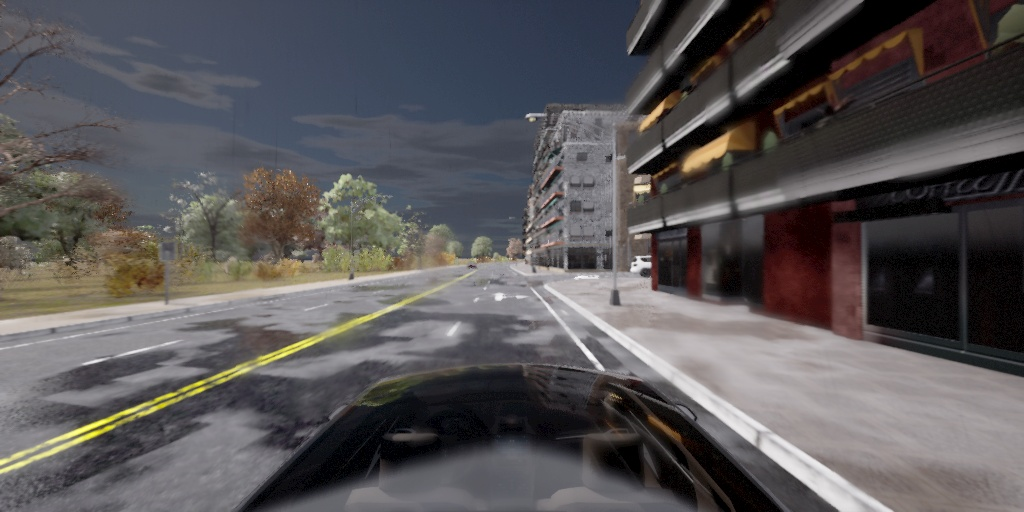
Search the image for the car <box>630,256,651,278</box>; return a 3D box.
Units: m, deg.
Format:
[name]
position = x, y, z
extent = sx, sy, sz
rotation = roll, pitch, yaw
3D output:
[car]
position = 13.949, 0.970, 33.367
extent = 5.566, 2.045, 2.150
rotation = -1, -1, 14
